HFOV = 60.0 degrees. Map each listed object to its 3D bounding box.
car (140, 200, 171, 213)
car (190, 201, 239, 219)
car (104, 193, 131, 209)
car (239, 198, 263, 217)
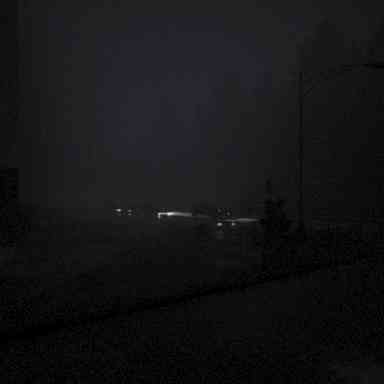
[{"bbox_3d":[-4.170,1.564,37.481,1.994,1.385,4.181,0,0,-35],"label":"car"},{"bbox_3d":[1.641,1.526,29.400,1.812,1.442,4.674,0,0,-36],"label":"car"},{"bbox_3d":[-10.413,1.221,46.220,2.150,2.045,5.566,0,0,-35],"label":"car"},{"bbox_3d":[5.331,1.352,31.380,2.097,1.767,4.553,0,0,-35],"label":"car"}]
